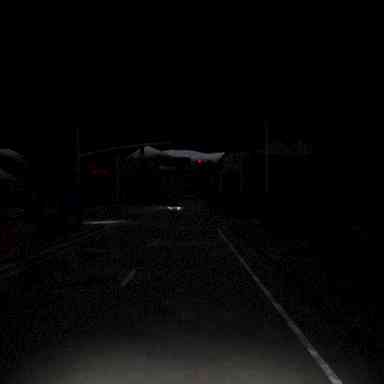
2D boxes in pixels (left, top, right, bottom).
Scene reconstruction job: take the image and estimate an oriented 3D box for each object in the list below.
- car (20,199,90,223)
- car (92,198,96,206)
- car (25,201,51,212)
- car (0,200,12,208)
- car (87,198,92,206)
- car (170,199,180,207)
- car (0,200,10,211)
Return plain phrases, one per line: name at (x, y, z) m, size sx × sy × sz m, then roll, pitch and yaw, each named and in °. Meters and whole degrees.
car at (-12.902, 1.913, 30.923) m, size 5.566 × 2.045 × 2.150 m, roll 1°, pitch -1°, yaw 0°
car at (-22.626, 2.224, 73.814) m, size 1.905 × 1.878 × 3.866 m, roll 0°, pitch -1°, yaw 0°
car at (-22.566, 2.057, 48.886) m, size 1.970 × 1.475 × 3.806 m, roll 0°, pitch -1°, yaw 0°
car at (-38.350, 2.353, 66.613) m, size 2.007 × 1.523 × 4.514 m, roll 0°, pitch -1°, yaw 0°
car at (-18.923, 2.214, 55.944) m, size 2.007 × 1.523 × 4.514 m, roll 0°, pitch -1°, yaw 0°
car at (-3.500, 2.248, 69.042) m, size 2.097 × 1.767 × 4.553 m, roll 0°, pitch -1°, yaw 0°
car at (-28.983, 1.975, 48.546) m, size 2.152 × 1.636 × 5.027 m, roll 0°, pitch -1°, yaw 0°
